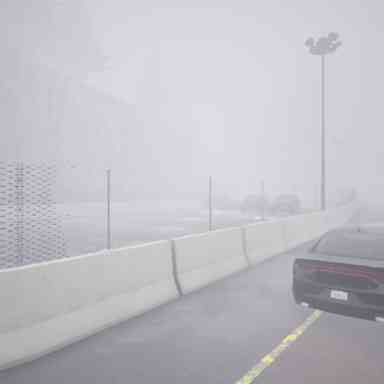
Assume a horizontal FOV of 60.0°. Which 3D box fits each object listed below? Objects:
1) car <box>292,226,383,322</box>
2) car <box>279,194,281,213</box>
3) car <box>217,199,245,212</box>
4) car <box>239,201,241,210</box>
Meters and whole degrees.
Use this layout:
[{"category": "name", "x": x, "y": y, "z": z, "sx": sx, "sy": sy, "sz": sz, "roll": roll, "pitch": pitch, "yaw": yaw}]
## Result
[{"category": "car", "x": 3.800, "y": 1.479, "z": 7.248, "sx": 1.882, "sy": 1.535, "sz": 5.008, "roll": 0, "pitch": 0, "yaw": 37}, {"category": "car", "x": 9.662, "y": 1.221, "z": 34.035, "sx": 2.150, "sy": 2.045, "sz": 5.566, "roll": 0, "pitch": 0, "yaw": 28}, {"category": "car", "x": 4.667, "y": 1.557, "z": 39.601, "sx": 1.994, "sy": 1.385, "sz": 4.181, "roll": 0, "pitch": 0, "yaw": 27}, {"category": "car", "x": 7.096, "y": 1.218, "z": 36.646, "sx": 2.150, "sy": 2.045, "sz": 5.566, "roll": 0, "pitch": 0, "yaw": 28}]
